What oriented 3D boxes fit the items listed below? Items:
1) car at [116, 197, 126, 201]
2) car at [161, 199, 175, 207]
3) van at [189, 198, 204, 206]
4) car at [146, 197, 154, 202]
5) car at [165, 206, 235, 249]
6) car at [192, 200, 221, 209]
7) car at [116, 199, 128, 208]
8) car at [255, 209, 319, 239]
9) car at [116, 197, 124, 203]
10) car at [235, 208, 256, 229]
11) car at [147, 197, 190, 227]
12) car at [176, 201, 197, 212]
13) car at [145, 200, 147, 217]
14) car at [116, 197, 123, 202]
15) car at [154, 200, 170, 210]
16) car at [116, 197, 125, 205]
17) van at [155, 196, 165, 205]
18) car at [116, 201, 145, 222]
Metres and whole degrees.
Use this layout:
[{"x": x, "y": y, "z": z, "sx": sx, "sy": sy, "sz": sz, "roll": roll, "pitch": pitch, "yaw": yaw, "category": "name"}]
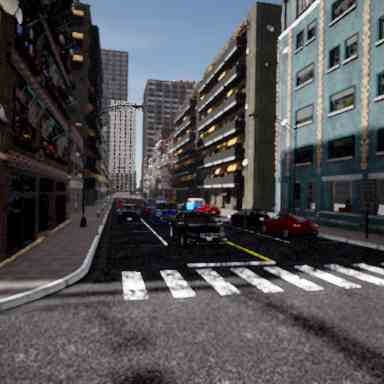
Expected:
[{"x": -8.959, "y": 1.769, "z": 43.641, "sx": 1.887, "sy": 1.381, "sz": 4.507, "roll": 1, "pitch": 0, "yaw": -13, "category": "car"}, {"x": -4.530, "y": 1.995, "z": 61.817, "sx": 1.752, "sy": 1.417, "sz": 4.829, "roll": 1, "pitch": 0, "yaw": -13, "category": "car"}, {"x": 0.448, "y": 1.692, "z": 40.118, "sx": 1.690, "sy": 1.788, "sz": 3.998, "roll": 1, "pitch": 0, "yaw": -13, "category": "van"}, {"x": -11.899, "y": 2.207, "z": 93.952, "sx": 2.008, "sy": 1.369, "sz": 4.403, "roll": 1, "pitch": 0, "yaw": -13, "category": "car"}, {"x": 0.161, "y": 1.625, "z": 15.466, "sx": 1.837, "sy": 1.490, "sz": 4.892, "roll": 1, "pitch": -1, "yaw": -13, "category": "car"}, {"x": 1.680, "y": 1.867, "z": 34.733, "sx": 1.887, "sy": 1.381, "sz": 4.507, "roll": 1, "pitch": 0, "yaw": -13, "category": "car"}, {"x": -11.428, "y": 1.865, "z": 54.408, "sx": 1.802, "sy": 1.307, "sz": 4.206, "roll": 1, "pitch": 0, "yaw": -13, "category": "car"}, {"x": 5.383, "y": 1.820, "z": 18.582, "sx": 1.802, "sy": 1.307, "sz": 4.206, "roll": 1, "pitch": 0, "yaw": -13, "category": "car"}, {"x": -18.835, "y": 2.034, "z": 86.709, "sx": 1.947, "sy": 1.339, "sz": 4.313, "roll": 1, "pitch": 0, "yaw": -13, "category": "car"}, {"x": 4.149, "y": 1.831, "z": 23.966, "sx": 1.947, "sy": 1.339, "sz": 4.313, "roll": 1, "pitch": 0, "yaw": -13, "category": "car"}, {"x": -1.847, "y": 1.518, "z": 24.269, "sx": 2.097, "sy": 1.767, "sz": 4.553, "roll": 1, "pitch": -1, "yaw": -13, "category": "car"}, {"x": -0.789, "y": 1.946, "z": 45.501, "sx": 1.947, "sy": 1.339, "sz": 4.313, "roll": 1, "pitch": 0, "yaw": -13, "category": "car"}, {"x": -4.079, "y": 1.781, "z": 33.993, "sx": 1.994, "sy": 1.385, "sz": 4.181, "roll": 1, "pitch": -1, "yaw": -13, "category": "car"}, {"x": -20.069, "y": 2.044, "z": 92.094, "sx": 1.887, "sy": 1.381, "sz": 4.507, "roll": 1, "pitch": 0, "yaw": -13, "category": "car"}, {"x": -4.637, "y": 1.964, "z": 50.721, "sx": 1.895, "sy": 1.301, "sz": 4.718, "roll": 1, "pitch": -1, "yaw": -13, "category": "car"}, {"x": -15.094, "y": 1.899, "z": 70.394, "sx": 1.752, "sy": 1.417, "sz": 4.829, "roll": 1, "pitch": 0, "yaw": -13, "category": "car"}, {"x": -6.960, "y": 1.872, "z": 72.421, "sx": 1.690, "sy": 1.788, "sz": 3.998, "roll": 1, "pitch": 0, "yaw": -13, "category": "van"}, {"x": -5.256, "y": 1.703, "z": 27.489, "sx": 1.947, "sy": 1.339, "sz": 4.313, "roll": 1, "pitch": 0, "yaw": -13, "category": "car"}]
